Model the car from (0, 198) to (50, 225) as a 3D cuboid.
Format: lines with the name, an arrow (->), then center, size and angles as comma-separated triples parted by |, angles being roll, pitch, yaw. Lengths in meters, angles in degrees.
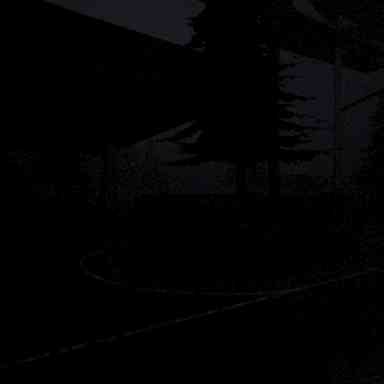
car -> -12.179, 1.332, 23.328 | 3.866, 1.878, 1.905 | 0, 0, -36
